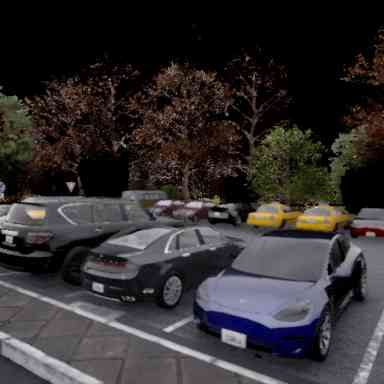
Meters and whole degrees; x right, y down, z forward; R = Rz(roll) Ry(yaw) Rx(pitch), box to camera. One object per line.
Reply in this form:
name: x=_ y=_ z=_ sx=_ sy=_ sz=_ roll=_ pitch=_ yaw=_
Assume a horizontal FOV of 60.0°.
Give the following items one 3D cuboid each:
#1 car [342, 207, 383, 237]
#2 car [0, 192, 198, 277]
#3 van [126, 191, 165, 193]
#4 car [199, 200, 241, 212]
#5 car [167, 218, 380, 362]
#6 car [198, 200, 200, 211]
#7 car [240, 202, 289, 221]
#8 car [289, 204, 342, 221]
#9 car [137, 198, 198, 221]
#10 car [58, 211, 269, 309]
car: x=9.504 y=1.514 z=17.001 sx=2.163 sy=1.488 sz=4.792 roll=1 pitch=1 yaw=36
car: x=-2.509 y=1.157 z=9.636 sx=2.435 sy=2.045 sz=5.566 roll=1 pitch=1 yaw=36
van: x=-3.981 y=0.909 z=26.689 sx=1.878 sy=1.987 sz=4.442 roll=2 pitch=2 yaw=36
car: x=2.872 y=1.375 z=21.897 sx=2.163 sy=1.488 sz=4.792 roll=2 pitch=1 yaw=36
car: x=1.956 y=1.522 z=6.317 sx=2.163 sy=1.488 sz=4.792 roll=1 pitch=0 yaw=36
car: x=0.503 y=1.316 z=23.588 sx=2.002 sy=1.452 sz=4.674 roll=2 pitch=1 yaw=36
car: x=5.223 y=1.399 z=20.381 sx=1.946 sy=1.575 sz=5.366 roll=1 pitch=1 yaw=36
car: x=7.483 y=1.446 z=18.737 sx=1.946 sy=1.575 sz=5.366 roll=1 pitch=1 yaw=36
car: x=-1.749 y=1.243 z=25.226 sx=2.002 sy=1.452 sz=4.674 roll=2 pitch=1 yaw=36
car: x=-0.277 y=1.456 z=7.970 sx=2.231 sy=1.521 sz=4.892 roll=1 pitch=1 yaw=36
